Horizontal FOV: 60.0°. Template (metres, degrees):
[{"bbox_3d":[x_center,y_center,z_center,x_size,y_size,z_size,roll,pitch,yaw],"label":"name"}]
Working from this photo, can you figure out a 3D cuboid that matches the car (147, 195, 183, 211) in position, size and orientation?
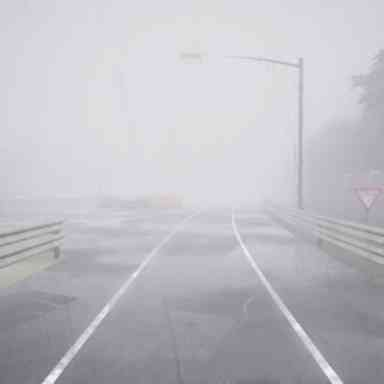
[{"bbox_3d":[-2.639,1.111,36.394,2.097,1.767,4.553,-1,1,20],"label":"car"}]

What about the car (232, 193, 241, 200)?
[{"bbox_3d":[11.650,1.417,84.730,1.812,1.442,4.674,0,0,20],"label":"car"}]

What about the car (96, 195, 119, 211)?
[{"bbox_3d":[-9.186,1.176,38.843,2.097,1.767,4.553,0,0,20],"label":"car"}]

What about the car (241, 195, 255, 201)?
[{"bbox_3d":[14.230,1.403,81.630,2.128,1.511,4.902,0,0,20],"label":"car"}]

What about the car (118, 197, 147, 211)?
[{"bbox_3d":[-5.895,1.272,37.666,1.882,1.535,5.008,-1,0,20],"label":"car"}]
